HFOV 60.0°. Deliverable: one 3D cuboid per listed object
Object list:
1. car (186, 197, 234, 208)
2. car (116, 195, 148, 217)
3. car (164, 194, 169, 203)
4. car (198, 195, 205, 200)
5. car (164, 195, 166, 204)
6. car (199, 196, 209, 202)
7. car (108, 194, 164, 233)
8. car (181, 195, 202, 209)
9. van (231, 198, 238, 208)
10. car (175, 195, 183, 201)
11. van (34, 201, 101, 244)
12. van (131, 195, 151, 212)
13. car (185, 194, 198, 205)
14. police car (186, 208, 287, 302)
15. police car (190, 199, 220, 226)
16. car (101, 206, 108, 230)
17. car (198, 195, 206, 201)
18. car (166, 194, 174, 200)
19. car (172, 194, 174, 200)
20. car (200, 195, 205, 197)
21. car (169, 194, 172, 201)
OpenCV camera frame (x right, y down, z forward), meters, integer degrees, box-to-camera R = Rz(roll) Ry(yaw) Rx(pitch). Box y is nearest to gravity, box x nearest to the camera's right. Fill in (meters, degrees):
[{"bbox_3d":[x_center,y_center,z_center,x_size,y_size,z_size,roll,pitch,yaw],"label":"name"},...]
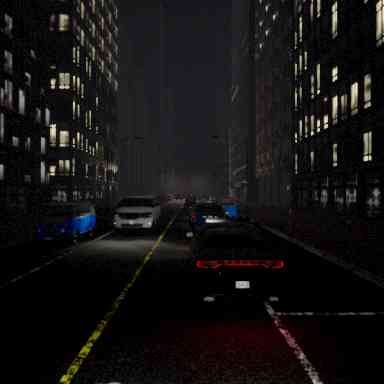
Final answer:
[{"bbox_3d":[0.865,1.346,18.294,2.097,1.767,4.553,0,0,0],"label":"car"},{"bbox_3d":[-5.745,1.296,32.410,2.192,1.841,5.009,0,0,0],"label":"car"},{"bbox_3d":[-5.799,1.476,60.839,1.887,1.381,4.507,0,0,0],"label":"car"},{"bbox_3d":[2.529,1.396,89.272,1.887,1.381,4.507,0,0,0],"label":"car"},{"bbox_3d":[-5.789,1.525,55.154,1.802,1.307,4.206,0,0,0],"label":"car"},{"bbox_3d":[2.560,1.469,72.217,1.947,1.339,4.313,0,0,0],"label":"car"},{"bbox_3d":[-3.137,1.215,20.020,2.150,2.045,5.566,0,0,0],"label":"car"},{"bbox_3d":[-0.074,1.526,44.901,1.994,1.385,4.181,0,0,0],"label":"car"},{"bbox_3d":[2.646,1.329,26.734,1.690,1.788,3.998,0,0,0],"label":"van"},{"bbox_3d":[-3.150,1.408,79.562,1.812,1.442,4.674,0,0,0],"label":"car"},{"bbox_3d":[-5.714,1.338,15.352,1.690,1.788,3.998,0,0,0],"label":"van"},{"bbox_3d":[-5.756,1.314,38.096,1.690,1.788,3.998,0,0,0],"label":"van"},{"bbox_3d":[-0.111,1.288,58.665,2.097,1.767,4.553,0,0,0],"label":"car"},{"bbox_3d":[0.884,1.425,8.434,1.930,1.638,5.238,0,0,0],"label":"police car"},{"bbox_3d":[0.854,1.415,24.434,1.930,1.638,5.238,0,0,0],"label":"police car"},{"bbox_3d":[-5.726,1.559,21.038,1.947,1.339,4.313,0,0,0],"label":"car"},{"bbox_3d":[2.539,1.452,83.586,1.802,1.307,4.206,0,0,0],"label":"car"},{"bbox_3d":[-5.851,1.291,89.269,1.967,1.590,4.097,0,0,0],"label":"car"},{"bbox_3d":[-5.830,1.328,77.897,1.967,1.590,4.097,0,0,0],"label":"car"},{"bbox_3d":[2.571,1.443,66.701,1.752,1.417,4.829,0,0,0],"label":"car"},{"bbox_3d":[-5.808,1.233,66.524,2.192,1.841,5.009,0,0,0],"label":"car"}]
